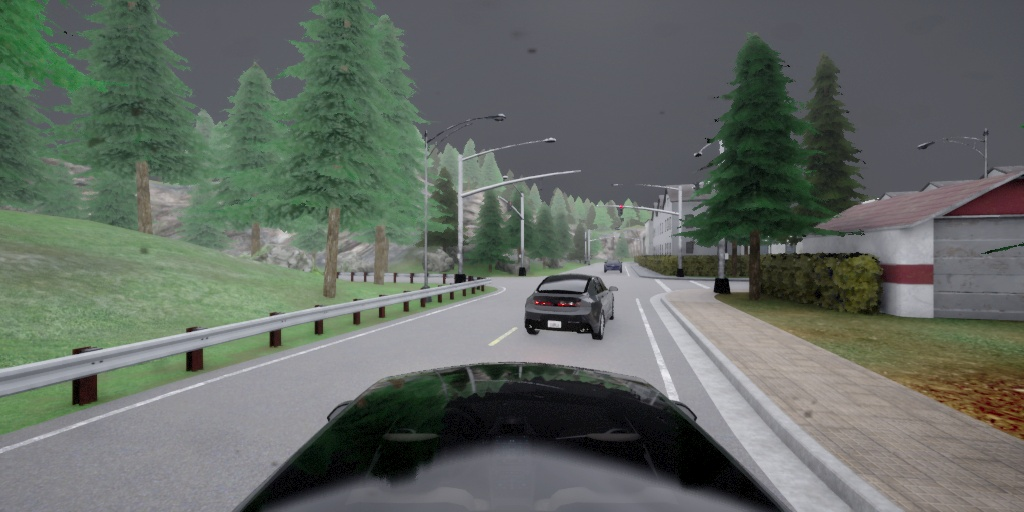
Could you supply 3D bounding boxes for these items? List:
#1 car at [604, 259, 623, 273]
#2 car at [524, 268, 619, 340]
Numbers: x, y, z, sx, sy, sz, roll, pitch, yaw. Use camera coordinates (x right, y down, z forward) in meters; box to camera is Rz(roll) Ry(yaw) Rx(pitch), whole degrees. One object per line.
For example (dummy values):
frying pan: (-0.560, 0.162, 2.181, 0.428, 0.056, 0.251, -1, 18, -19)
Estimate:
car: (12.430, 1.102, 43.973, 2.097, 1.767, 4.553, 0, 0, 17)
car: (1.800, 1.255, 10.152, 1.837, 1.490, 4.892, 0, 0, 21)
